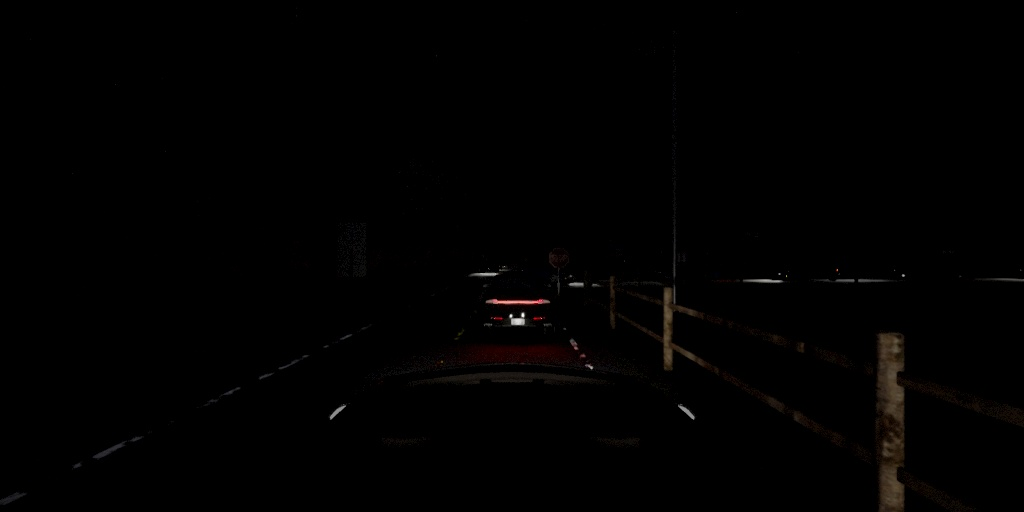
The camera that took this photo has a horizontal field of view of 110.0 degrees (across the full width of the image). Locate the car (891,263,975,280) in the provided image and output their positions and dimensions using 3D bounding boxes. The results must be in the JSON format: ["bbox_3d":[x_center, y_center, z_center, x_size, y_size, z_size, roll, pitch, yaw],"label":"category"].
[{"bbox_3d":[32.742,1.203,27.999,4.718,1.301,1.895,0,0,-1],"label":"car"}]

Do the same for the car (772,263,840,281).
[{"bbox_3d":[22.796,1.209,27.889,4.181,1.385,1.994,0,0,0],"label":"car"}]

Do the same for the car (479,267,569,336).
[{"bbox_3d":[0.147,1.238,10.334,2.128,1.511,4.902,0,0,0],"label":"car"}]

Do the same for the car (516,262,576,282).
[{"bbox_3d":[2.700,1.290,27.154,4.181,1.385,1.994,-1,0,39],"label":"car"}]

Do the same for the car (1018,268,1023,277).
[{"bbox_3d":[42.830,1.081,28.078,4.674,1.442,1.812,0,0,0],"label":"car"}]

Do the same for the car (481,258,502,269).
[{"bbox_3d":[-2.598,1.279,42.871,1.994,1.385,4.181,0,0,1],"label":"car"}]

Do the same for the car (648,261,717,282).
[{"bbox_3d":[13.140,1.164,27.752,5.008,1.535,1.882,0,0,-2],"label":"car"}]

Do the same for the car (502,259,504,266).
[{"bbox_3d":[-2.523,1.198,53.959,1.837,1.490,4.892,0,0,1],"label":"car"}]
